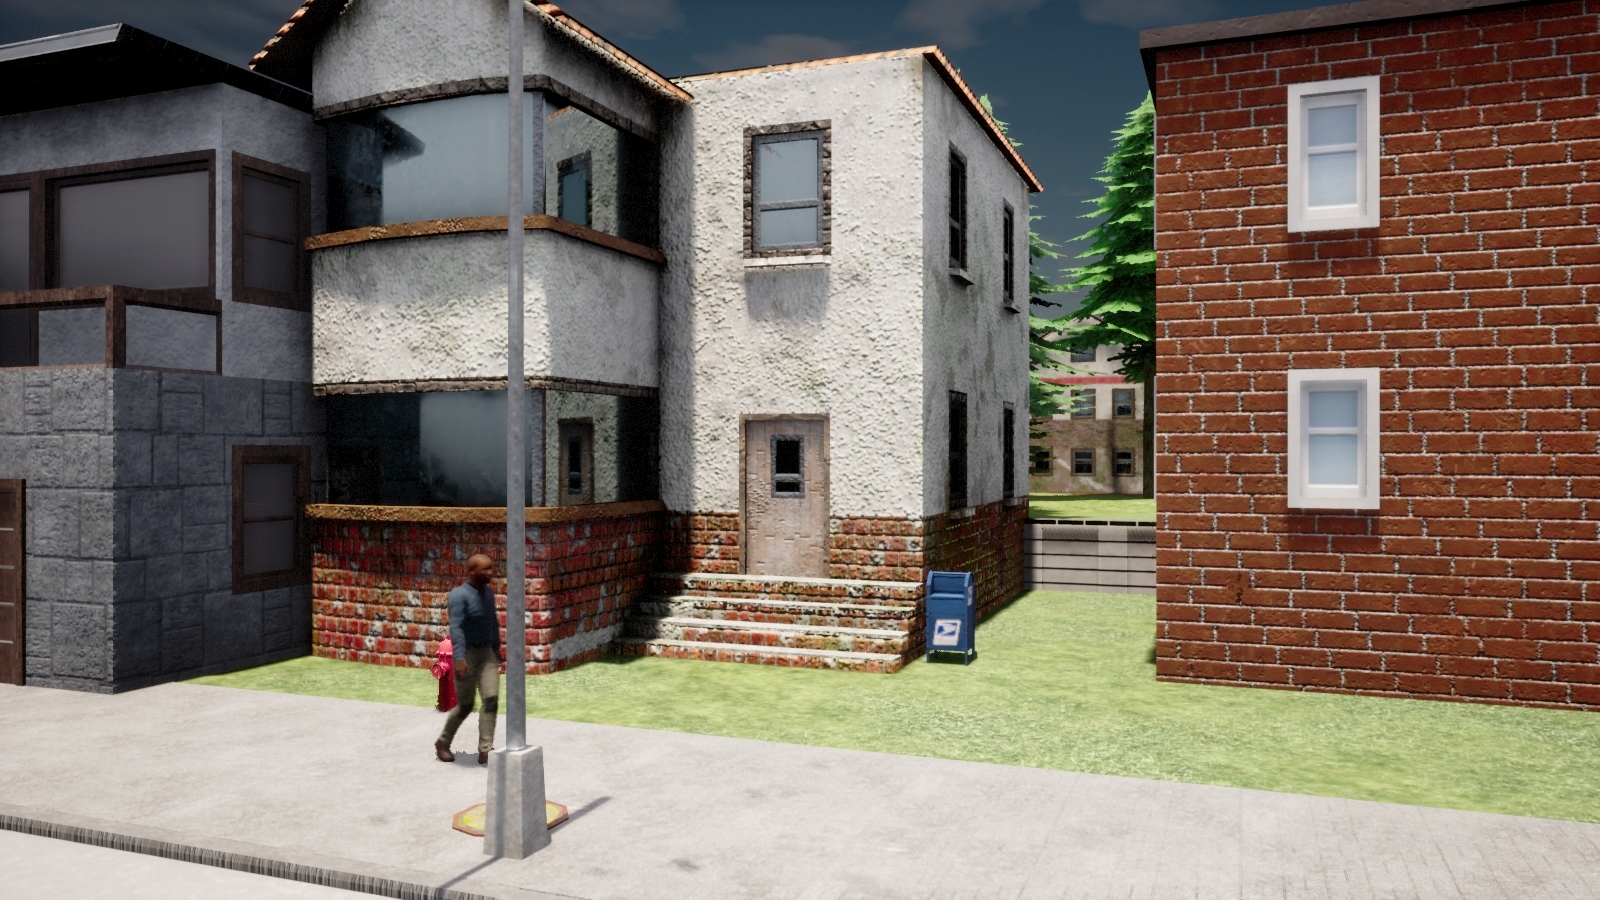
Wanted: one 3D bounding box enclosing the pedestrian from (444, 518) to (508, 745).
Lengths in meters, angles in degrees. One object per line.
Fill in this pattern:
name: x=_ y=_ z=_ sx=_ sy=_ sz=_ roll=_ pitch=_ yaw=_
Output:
pedestrian: x=-2.770 y=1.524 z=9.771 sx=0.375 sy=1.860 sz=0.375 roll=0 pitch=0 yaw=32
